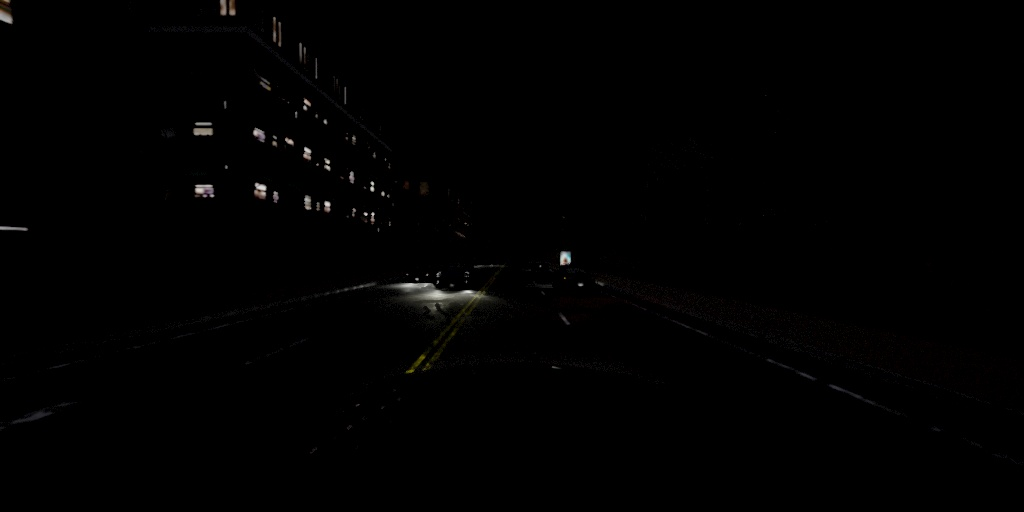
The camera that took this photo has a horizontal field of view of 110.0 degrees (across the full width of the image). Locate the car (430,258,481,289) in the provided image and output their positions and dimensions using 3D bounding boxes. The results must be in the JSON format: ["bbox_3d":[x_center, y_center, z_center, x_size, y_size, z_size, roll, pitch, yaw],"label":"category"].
[{"bbox_3d":[-3.332,1.033,22.106,2.097,1.767,4.553,0,0,0],"label":"car"}]

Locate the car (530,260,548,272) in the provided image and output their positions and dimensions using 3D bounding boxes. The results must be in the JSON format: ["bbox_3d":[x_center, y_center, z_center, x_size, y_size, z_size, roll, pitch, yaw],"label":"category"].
[{"bbox_3d":[3.350,1.175,44.098,1.994,1.385,4.181,0,0,0],"label":"car"}]

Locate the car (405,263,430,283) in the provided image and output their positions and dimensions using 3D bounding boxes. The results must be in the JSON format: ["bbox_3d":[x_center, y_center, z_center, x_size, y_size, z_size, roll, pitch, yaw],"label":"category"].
[{"bbox_3d":[-6.563,1.212,27.471,2.033,1.411,5.357,0,0,0],"label":"car"}]

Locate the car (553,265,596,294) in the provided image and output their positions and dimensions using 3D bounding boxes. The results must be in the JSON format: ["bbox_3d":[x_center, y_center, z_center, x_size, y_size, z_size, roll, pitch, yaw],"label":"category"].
[{"bbox_3d":[3.355,1.215,19.840,1.812,1.442,4.674,0,0,0],"label":"car"}]
